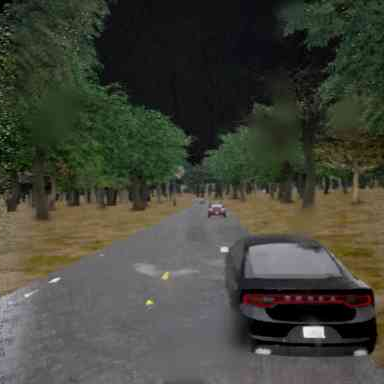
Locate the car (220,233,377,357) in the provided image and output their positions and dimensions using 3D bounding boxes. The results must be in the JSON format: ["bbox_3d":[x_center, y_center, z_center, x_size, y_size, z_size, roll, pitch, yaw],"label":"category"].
[{"bbox_3d":[1.604,1.534,6.410,1.882,1.535,5.008,-1,-1,4],"label":"car"}]

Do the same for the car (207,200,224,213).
[{"bbox_3d":[3.182,1.882,44.723,2.128,1.511,4.902,-1,0,4],"label":"car"}]

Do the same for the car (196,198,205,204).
[{"bbox_3d":[2.079,2.146,81.201,1.837,1.490,4.892,-1,-1,1],"label":"car"}]

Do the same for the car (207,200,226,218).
[{"bbox_3d":[2.553,1.849,34.503,1.812,1.442,4.674,-1,0,4],"label":"car"}]
